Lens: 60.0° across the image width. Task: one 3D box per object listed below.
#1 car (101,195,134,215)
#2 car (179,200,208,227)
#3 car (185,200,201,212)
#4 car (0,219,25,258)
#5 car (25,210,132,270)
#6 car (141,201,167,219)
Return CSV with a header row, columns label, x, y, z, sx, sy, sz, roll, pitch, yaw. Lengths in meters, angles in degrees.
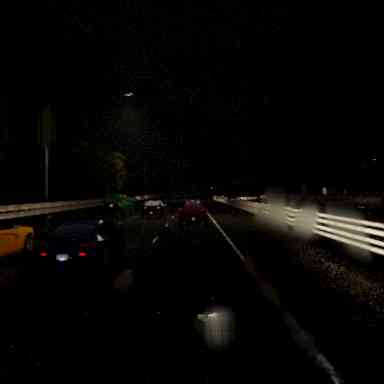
label,x,y,z,sx,sy,sz,roll,pitch,yaw
car,-6.908,1.287,31.174,2.150,2.045,5.566,0,0,0
car,0.095,1.526,23.373,1.882,1.535,5.008,0,0,0
car,0.092,1.684,41.638,1.895,1.301,4.718,0,0,0
car,-6.904,1.500,10.623,1.882,1.535,5.008,0,0,0
car,-3.403,1.549,11.029,1.812,1.442,4.674,0,0,0
car,-3.407,1.555,30.285,2.128,1.511,4.902,0,0,0
